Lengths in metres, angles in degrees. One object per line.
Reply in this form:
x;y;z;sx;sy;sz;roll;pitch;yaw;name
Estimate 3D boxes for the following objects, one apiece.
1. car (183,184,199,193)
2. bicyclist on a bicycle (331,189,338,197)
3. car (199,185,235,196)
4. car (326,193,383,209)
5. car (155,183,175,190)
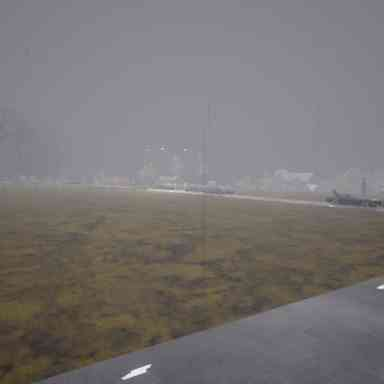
0.664;-0.630;57.282;2.033;1.411;5.357;1;2;-34;car
16.903;0.460;39.472;1.656;1.620;0.582;0;2;-35;bicyclist on a bicycle
3.797;-0.218;47.772;2.033;1.411;5.357;1;2;-35;car
15.259;0.814;31.379;1.895;1.301;4.718;1;2;-35;car
-5.295;-1.104;65.722;2.033;1.411;5.357;1;2;-35;car
